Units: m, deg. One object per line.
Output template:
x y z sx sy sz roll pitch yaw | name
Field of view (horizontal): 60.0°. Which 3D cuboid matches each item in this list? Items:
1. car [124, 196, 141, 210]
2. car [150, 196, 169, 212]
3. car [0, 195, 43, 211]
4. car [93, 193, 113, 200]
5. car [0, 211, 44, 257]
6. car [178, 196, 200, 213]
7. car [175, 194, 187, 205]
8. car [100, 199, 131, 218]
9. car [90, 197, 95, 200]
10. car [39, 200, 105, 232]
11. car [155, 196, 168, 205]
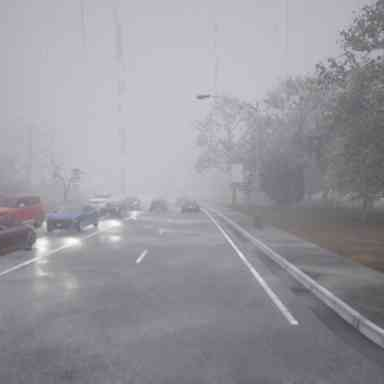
-7.434 1.266 40.479 2.097 1.767 4.553 0 0 -3 | car
-3.775 1.434 38.152 1.837 1.490 4.892 0 0 -2 | car
-10.562 1.218 19.380 2.150 2.045 5.566 0 0 0 | car
-10.923 1.136 40.176 2.150 2.045 5.566 0 0 -3 | car
-7.093 1.566 11.408 1.994 1.385 4.181 0 0 0 | car
-0.213 1.502 36.699 1.994 1.385 4.181 0 0 -2 | car
-1.617 1.171 55.411 2.097 1.767 4.553 0 0 -7 | car
-7.100 1.568 30.243 1.895 1.301 4.718 0 0 -1 | car
-10.593 1.461 29.603 2.128 1.511 4.902 0 0 -1 | car
-7.065 1.473 20.218 1.882 1.535 5.008 0 0 0 | car
-5.195 1.358 56.179 2.033 1.411 5.357 0 0 -7 | car
